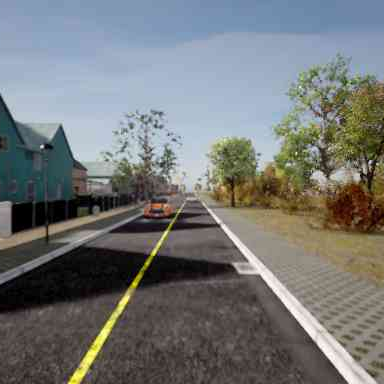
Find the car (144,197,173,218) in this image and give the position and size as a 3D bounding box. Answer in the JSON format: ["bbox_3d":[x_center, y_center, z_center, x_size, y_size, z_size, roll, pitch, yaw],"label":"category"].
[{"bbox_3d":[-2.773,1.232,28.426,2.097,1.767,4.553,0,0,0],"label":"car"}]

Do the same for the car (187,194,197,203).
[{"bbox_3d":[-0.014,1.342,62.940,1.895,1.301,4.718,0,0,0],"label":"car"}]

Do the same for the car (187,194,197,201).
[{"bbox_3d":[-0.016,1.132,72.933,2.033,1.411,5.357,0,0,0],"label":"car"}]
